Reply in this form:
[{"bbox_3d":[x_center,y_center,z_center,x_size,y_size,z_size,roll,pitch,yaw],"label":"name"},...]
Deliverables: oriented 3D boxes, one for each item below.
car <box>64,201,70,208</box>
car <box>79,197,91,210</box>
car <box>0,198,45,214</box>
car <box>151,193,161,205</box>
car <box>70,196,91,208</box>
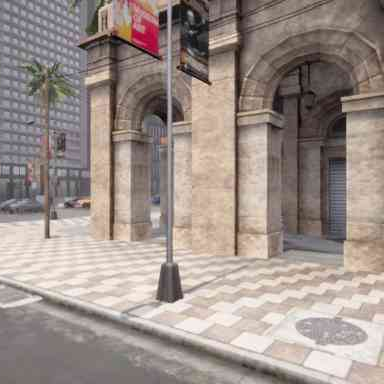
[{"bbox_3d":[-16.256,1.511,48.449,2.161,1.482,4.786,0,0,35],"label":"car"},{"bbox_3d":[-11.832,1.599,43.302,1.895,1.301,4.718,0,0,36],"label":"car"},{"bbox_3d":[-17.474,1.562,35.411,1.994,1.385,4.181,0,0,36],"label":"car"},{"bbox_3d":[-5.745,1.214,57.792,2.150,2.045,5.566,0,1,35],"label":"car"},{"bbox_3d":[-13.977,1.350,46.317,2.097,1.767,4.553,0,0,35],"label":"car"}]
